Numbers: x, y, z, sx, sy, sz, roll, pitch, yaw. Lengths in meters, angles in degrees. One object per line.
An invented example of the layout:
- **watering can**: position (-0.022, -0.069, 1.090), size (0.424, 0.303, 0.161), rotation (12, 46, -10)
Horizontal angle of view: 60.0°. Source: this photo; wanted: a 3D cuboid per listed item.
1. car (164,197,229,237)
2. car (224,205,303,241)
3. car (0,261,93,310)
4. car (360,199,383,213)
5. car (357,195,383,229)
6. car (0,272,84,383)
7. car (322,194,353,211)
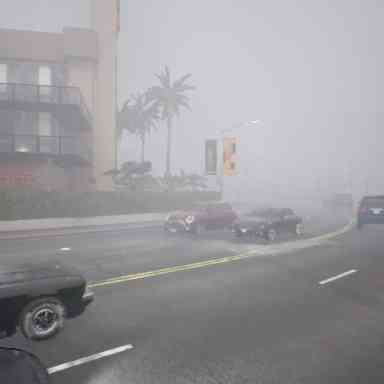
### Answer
- **car**: position (0.588, 1.339, 18.256), size (2.097, 1.767, 4.553), rotation (0, 0, 42)
- **car**: position (3.919, 1.496, 16.715), size (1.837, 1.490, 4.892), rotation (1, 0, 41)
- **car**: position (-3.981, 1.595, 4.839), size (4.718, 1.301, 1.895), rotation (0, 0, -35)
- **car**: position (21.248, 1.532, 37.958), size (2.033, 1.411, 5.357), rotation (0, 0, 7)
- **car**: position (11.855, 1.216, 21.142), size (2.150, 2.045, 5.566), rotation (0, 1, 31)
- **car**: position (-2.738, 1.561, 1.531), size (4.181, 1.385, 1.994), rotation (0, 0, -34)
- **car**: position (18.050, 1.202, 41.435), size (2.150, 2.045, 5.566), rotation (0, 0, 4)
